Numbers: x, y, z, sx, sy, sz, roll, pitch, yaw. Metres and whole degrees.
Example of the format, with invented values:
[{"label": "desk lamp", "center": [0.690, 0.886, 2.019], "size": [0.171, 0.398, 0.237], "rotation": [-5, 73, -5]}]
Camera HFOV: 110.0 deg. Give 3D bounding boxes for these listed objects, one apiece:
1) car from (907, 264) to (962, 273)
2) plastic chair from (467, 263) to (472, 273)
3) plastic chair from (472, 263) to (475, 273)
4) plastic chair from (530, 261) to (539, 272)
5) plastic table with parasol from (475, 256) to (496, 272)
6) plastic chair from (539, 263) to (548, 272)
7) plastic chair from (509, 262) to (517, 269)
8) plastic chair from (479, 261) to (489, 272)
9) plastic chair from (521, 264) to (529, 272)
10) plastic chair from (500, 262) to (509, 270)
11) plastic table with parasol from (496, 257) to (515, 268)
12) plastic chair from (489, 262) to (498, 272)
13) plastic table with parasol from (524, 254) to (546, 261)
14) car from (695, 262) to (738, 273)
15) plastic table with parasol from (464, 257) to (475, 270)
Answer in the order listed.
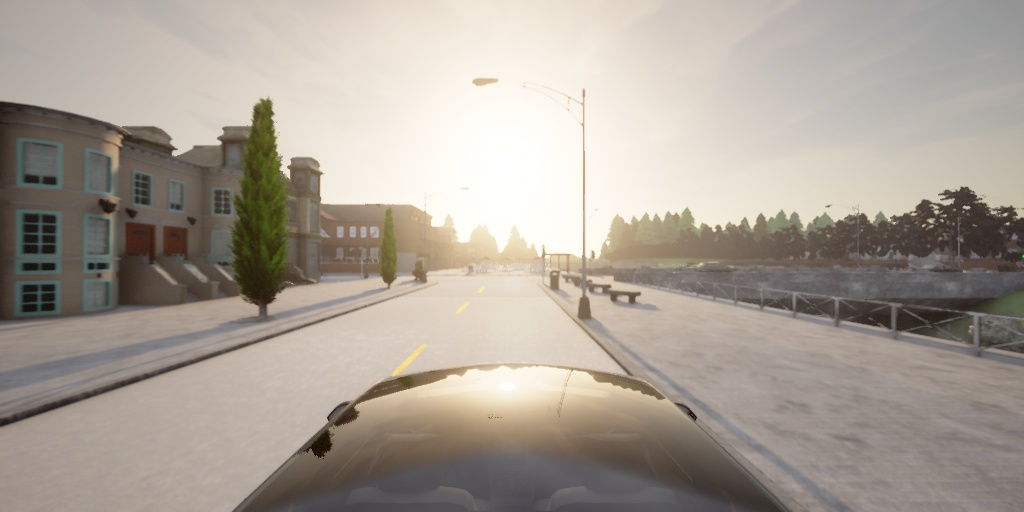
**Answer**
[{"label": "car", "center": [49.008, 1.681, 41.651], "size": [5.008, 1.535, 1.882], "rotation": [0, -1, 0]}, {"label": "plastic chair", "center": [-7.062, 1.938, 62.957], "size": [0.750, 1.272, 0.730], "rotation": [0, 0, -1]}, {"label": "plastic chair", "center": [-5.565, 1.881, 57.626], "size": [0.730, 1.272, 0.750], "rotation": [0, 0, 0]}, {"label": "plastic chair", "center": [3.436, 1.859, 55.528], "size": [0.750, 1.272, 0.730], "rotation": [0, 0, 0]}, {"label": "plastic table with parasol", "center": [-4.245, 1.276, 57.546], "size": [2.482, 2.480, 2.482], "rotation": [0, 0, 0]}, {"label": "plastic chair", "center": [4.835, 1.871, 56.628], "size": [0.730, 1.272, 0.750], "rotation": [0, 0, 0]}, {"label": "plastic chair", "center": [0.134, 1.954, 64.427], "size": [0.730, 1.272, 0.750], "rotation": [0, 0, 0]}, {"label": "plastic chair", "center": [-4.364, 1.867, 56.326], "size": [0.750, 1.272, 0.730], "rotation": [0, 0, 0]}, {"label": "plastic chair", "center": [2.235, 1.873, 56.827], "size": [0.730, 1.272, 0.750], "rotation": [0, 0, 0]}, {"label": "plastic chair", "center": [-1.266, 1.942, 63.327], "size": [0.750, 1.272, 0.730], "rotation": [0, 0, 0]}, {"label": "plastic table with parasol", "center": [-1.216, 1.351, 64.526], "size": [2.482, 2.480, 2.482], "rotation": [0, 0, 0]}, {"label": "plastic chair", "center": [-2.965, 1.879, 57.427], "size": [0.730, 1.272, 0.750], "rotation": [0, 0, 0]}, {"label": "plastic table with parasol", "center": [3.575, 1.268, 56.798], "size": [2.482, 2.480, 2.482], "rotation": [0, 0, 0]}, {"label": "car", "center": [21.636, 1.434, 37.645], "size": [4.553, 1.767, 2.097], "rotation": [0, -1, 0]}, {"label": "plastic table with parasol", "center": [-7.136, 1.347, 64.136], "size": [2.482, 2.480, 2.482], "rotation": [0, 0, 0]}]
